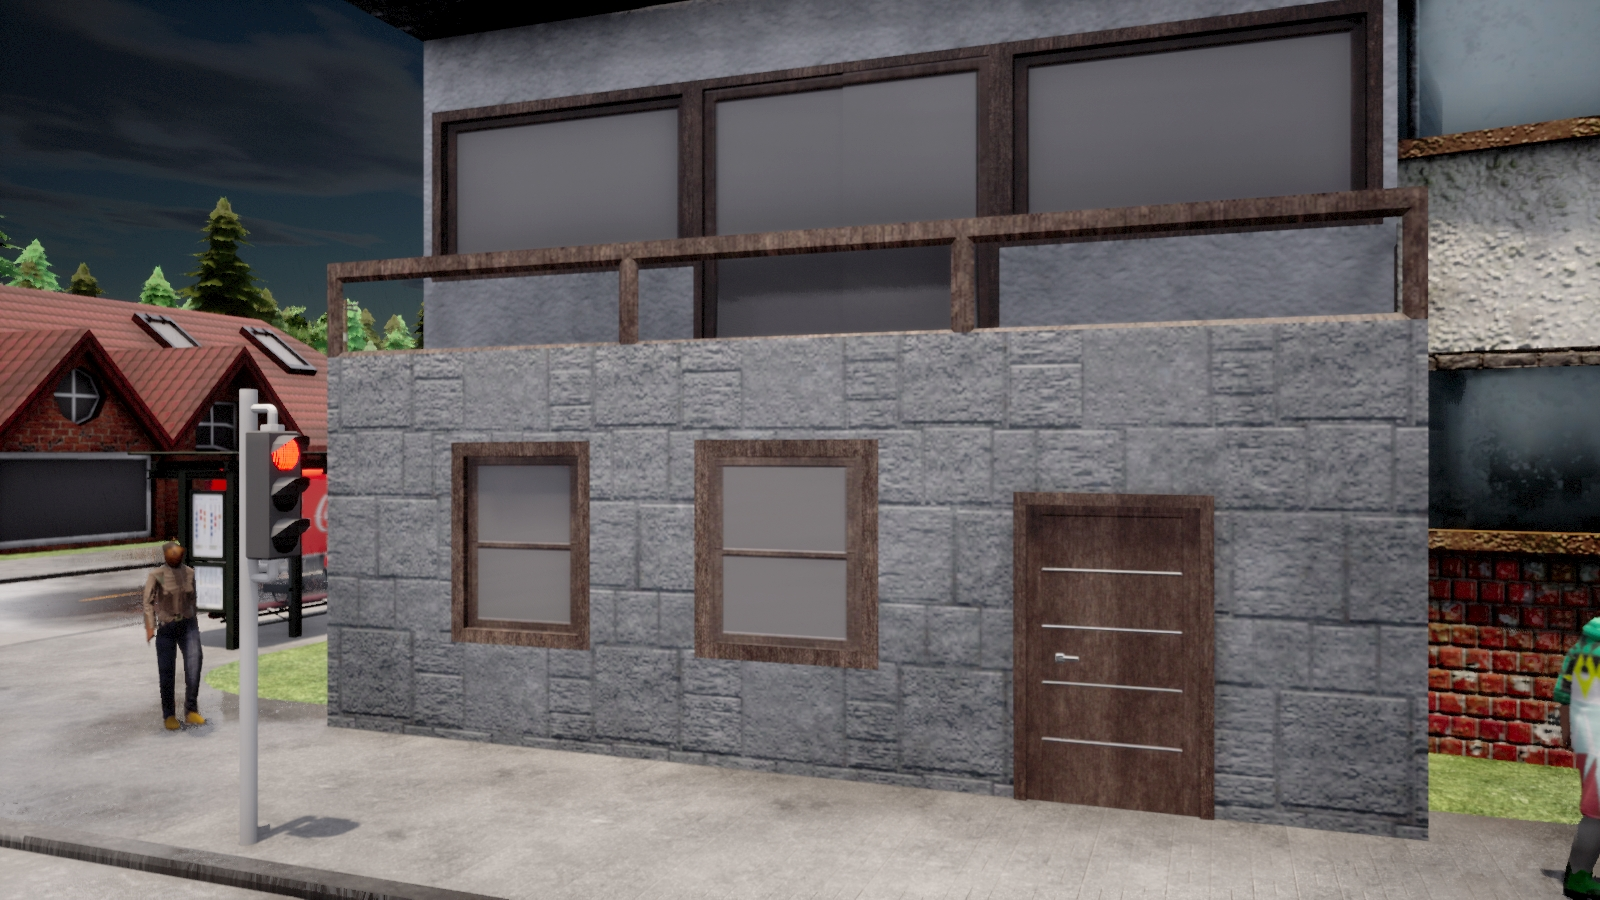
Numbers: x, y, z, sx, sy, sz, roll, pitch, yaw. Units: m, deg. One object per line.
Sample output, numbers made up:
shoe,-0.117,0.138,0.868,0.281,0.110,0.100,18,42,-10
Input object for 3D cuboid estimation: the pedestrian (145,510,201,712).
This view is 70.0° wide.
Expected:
pedestrian,-6.010,1.518,10.958,0.375,1.860,0.375,0,0,44

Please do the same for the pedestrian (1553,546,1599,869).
pedestrian,4.829,1.524,6.870,0.375,1.860,0.375,0,0,8

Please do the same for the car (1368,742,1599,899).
car,3.428,1.806,2.544,3.705,1.549,1.789,0,0,20
